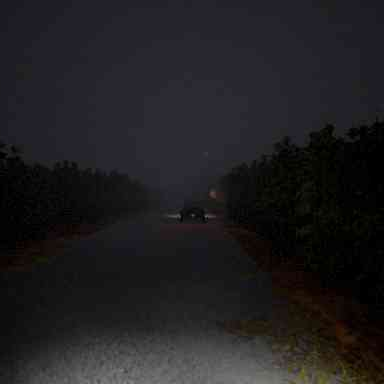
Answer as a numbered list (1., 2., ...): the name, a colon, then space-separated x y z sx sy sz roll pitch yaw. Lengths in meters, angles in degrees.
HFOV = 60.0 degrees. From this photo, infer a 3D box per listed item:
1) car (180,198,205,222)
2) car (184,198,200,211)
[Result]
1. car: 0.048 1.404 25.291 1.812 1.442 4.674 0 1 0
2. car: 0.019 1.472 41.016 1.882 1.535 5.008 0 -1 0
